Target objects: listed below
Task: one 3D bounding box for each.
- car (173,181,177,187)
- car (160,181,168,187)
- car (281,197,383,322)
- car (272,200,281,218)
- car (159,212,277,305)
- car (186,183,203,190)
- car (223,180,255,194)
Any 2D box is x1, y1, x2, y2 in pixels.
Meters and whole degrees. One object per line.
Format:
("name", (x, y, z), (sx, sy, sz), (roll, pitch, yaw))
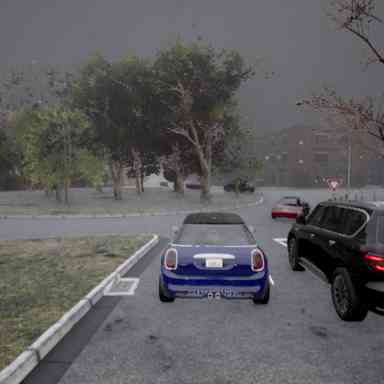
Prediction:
("car", (-3.776, -1.984, 82.816), (2.033, 1.411, 5.357), (0, 1, -5))
("car", (-6.827, -1.959, 80.697), (1.837, 1.490, 4.892), (0, 1, -5))
("car", (3.692, 1.156, 7.203), (2.150, 2.045, 5.566), (0, 1, 3))
("car", (6.671, 0.996, 22.072), (1.994, 1.385, 4.181), (1, 3, 27))
("car", (0.510, 1.264, 8.131), (2.097, 1.767, 4.553), (0, 1, 3))
("car", (0.676, -1.074, 60.458), (1.895, 1.301, 4.718), (-2, 4, -31))
("car", (7.018, -0.876, 49.896), (2.150, 2.045, 5.566), (-1, 3, -32))
